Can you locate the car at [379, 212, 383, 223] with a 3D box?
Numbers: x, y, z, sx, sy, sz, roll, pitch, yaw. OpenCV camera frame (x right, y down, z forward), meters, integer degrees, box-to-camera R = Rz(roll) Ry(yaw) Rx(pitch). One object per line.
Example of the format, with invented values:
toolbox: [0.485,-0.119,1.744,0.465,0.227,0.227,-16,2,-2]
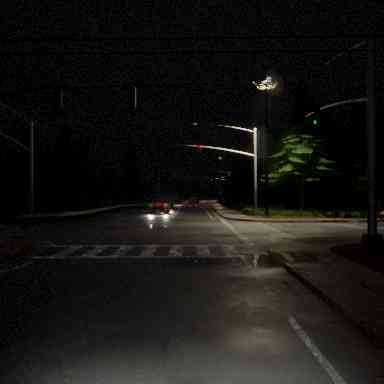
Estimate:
car: [15.165,1.483,22.084,5.008,1.535,1.882,0,0,1]

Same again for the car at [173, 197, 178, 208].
car: [-3.552,1.627,47.100,2.128,1.511,4.902,0,0,0]

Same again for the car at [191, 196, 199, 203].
car: [0.709,1.627,75.730,1.837,1.490,4.892,0,0,2]

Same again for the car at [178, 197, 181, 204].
car: [-3.197,1.746,65.924,1.994,1.385,4.181,0,0,2]

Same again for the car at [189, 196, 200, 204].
car: [0.379,1.688,65.423,1.812,1.442,4.674,0,0,2]

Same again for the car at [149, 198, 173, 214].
car: [-3.577,1.466,37.301,2.097,1.767,4.553,0,0,0]
